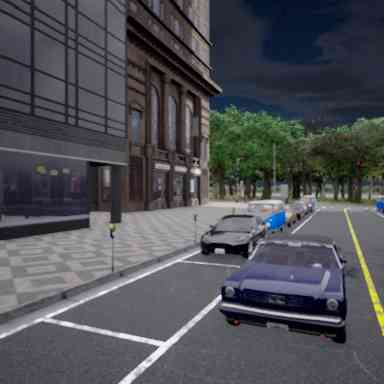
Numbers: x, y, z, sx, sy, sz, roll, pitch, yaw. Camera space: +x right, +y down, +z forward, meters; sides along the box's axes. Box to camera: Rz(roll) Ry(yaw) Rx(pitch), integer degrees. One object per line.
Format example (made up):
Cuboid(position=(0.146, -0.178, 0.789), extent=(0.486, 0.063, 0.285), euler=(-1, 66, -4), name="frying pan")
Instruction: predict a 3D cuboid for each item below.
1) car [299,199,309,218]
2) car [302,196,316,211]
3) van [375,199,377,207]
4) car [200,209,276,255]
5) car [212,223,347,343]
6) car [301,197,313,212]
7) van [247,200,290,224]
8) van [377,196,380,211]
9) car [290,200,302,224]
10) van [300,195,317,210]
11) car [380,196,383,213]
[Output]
Cuboid(position=(8.379, 1.561, 27.794), extent=(1.947, 1.339, 4.313), euler=(0, 0, 24), name="car")
Cuboid(position=(12.774, 1.435, 37.741), extent=(1.967, 1.590, 4.097), euler=(0, 0, 24), name="car")
Cuboid(position=(22.769, 1.332, 39.270), extent=(1.690, 1.788, 3.998), euler=(0, 0, 24), name="van")
Cuboid(position=(1.788, 1.563, 12.872), extent=(1.947, 1.339, 4.313), euler=(0, 0, 24), name="car")
Cuboid(position=(2.097, 1.599, 6.735), extent=(1.895, 1.301, 4.718), euler=(0, 0, 24), name="car")
Cuboid(position=(10.508, 1.520, 32.612), extent=(1.752, 1.417, 4.829), euler=(0, 0, 24), name="car")
Cuboid(position=(3.984, 1.337, 17.846), extent=(1.690, 1.788, 3.998), euler=(0, 0, 24), name="van")
Cuboid(position=(20.572, 1.332, 34.297), extent=(1.690, 1.788, 3.998), euler=(0, 0, 24), name="van")
Cuboid(position=(6.113, 1.521, 22.665), extent=(1.752, 1.417, 4.829), euler=(0, 0, 24), name="car")
Cuboid(position=(14.971, 1.336, 42.716), extent=(1.690, 1.788, 3.998), euler=(0, 0, 24), name="van")
Cuboid(position=(18.374, 1.305, 29.323), extent=(2.192, 1.841, 5.009), euler=(0, 0, 24), name="car")
